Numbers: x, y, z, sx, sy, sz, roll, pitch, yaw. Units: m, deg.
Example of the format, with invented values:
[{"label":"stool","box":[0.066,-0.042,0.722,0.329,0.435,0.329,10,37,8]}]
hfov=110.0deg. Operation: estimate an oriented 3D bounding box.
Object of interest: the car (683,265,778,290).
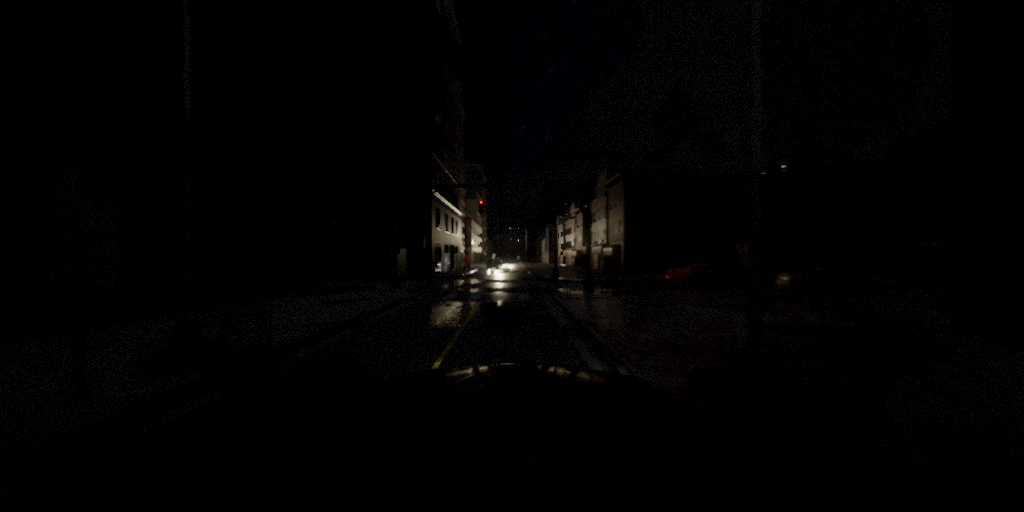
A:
[{"label":"car","box":[13.213,1.380,21.848,4.313,1.339,1.948,0,0,0]}]

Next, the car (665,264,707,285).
[{"label":"car","box":[13.092,1.293,24.484,5.008,1.535,1.882,0,0,0]}]

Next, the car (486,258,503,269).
[{"label":"car","box":[-2.811,1.176,53.590,2.128,1.511,4.902,0,0,1]}]

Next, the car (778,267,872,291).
[{"label":"car","box":[19.006,1.383,21.861,4.829,1.417,1.751,0,0,0]}]
